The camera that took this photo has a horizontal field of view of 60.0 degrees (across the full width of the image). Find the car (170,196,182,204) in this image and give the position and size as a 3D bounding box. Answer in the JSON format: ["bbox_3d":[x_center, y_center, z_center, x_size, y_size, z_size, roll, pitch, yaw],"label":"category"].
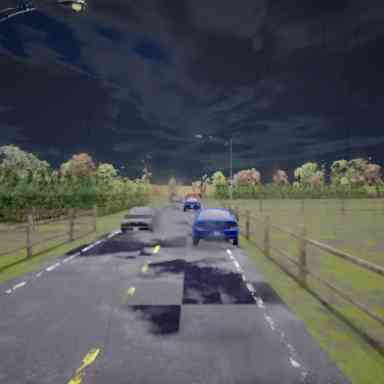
[{"bbox_3d":[-2.793,1.415,60.606,1.994,1.385,4.181,0,0,1],"label":"car"}]

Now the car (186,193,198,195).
[{"bbox_3d":[-0.003,1.105,51.220,2.150,2.045,5.566,0,0,0],"label":"car"}]

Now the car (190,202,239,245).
[{"bbox_3d":[0.961,1.450,15.318,1.882,1.535,5.008,0,0,0],"label":"car"}]

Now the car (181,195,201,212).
[{"bbox_3d":[0.040,1.399,38.409,1.882,1.535,5.008,0,0,0],"label":"car"}]

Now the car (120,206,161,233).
[{"bbox_3d":[-2.852,1.511,19.604,2.033,1.411,5.357,0,0,0],"label":"car"}]
